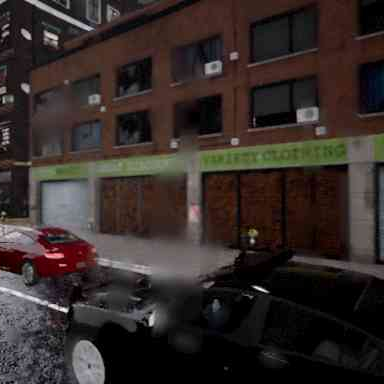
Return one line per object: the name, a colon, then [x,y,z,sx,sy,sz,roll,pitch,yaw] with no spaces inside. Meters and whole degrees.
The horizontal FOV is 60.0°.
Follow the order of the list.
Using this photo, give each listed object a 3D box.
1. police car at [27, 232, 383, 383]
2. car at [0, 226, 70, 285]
police car: [0.619,1.434,3.512,5.238,1.638,1.930,0,0,35]
car: [-4.354,1.594,9.195,4.206,1.307,1.802,0,-1,35]
